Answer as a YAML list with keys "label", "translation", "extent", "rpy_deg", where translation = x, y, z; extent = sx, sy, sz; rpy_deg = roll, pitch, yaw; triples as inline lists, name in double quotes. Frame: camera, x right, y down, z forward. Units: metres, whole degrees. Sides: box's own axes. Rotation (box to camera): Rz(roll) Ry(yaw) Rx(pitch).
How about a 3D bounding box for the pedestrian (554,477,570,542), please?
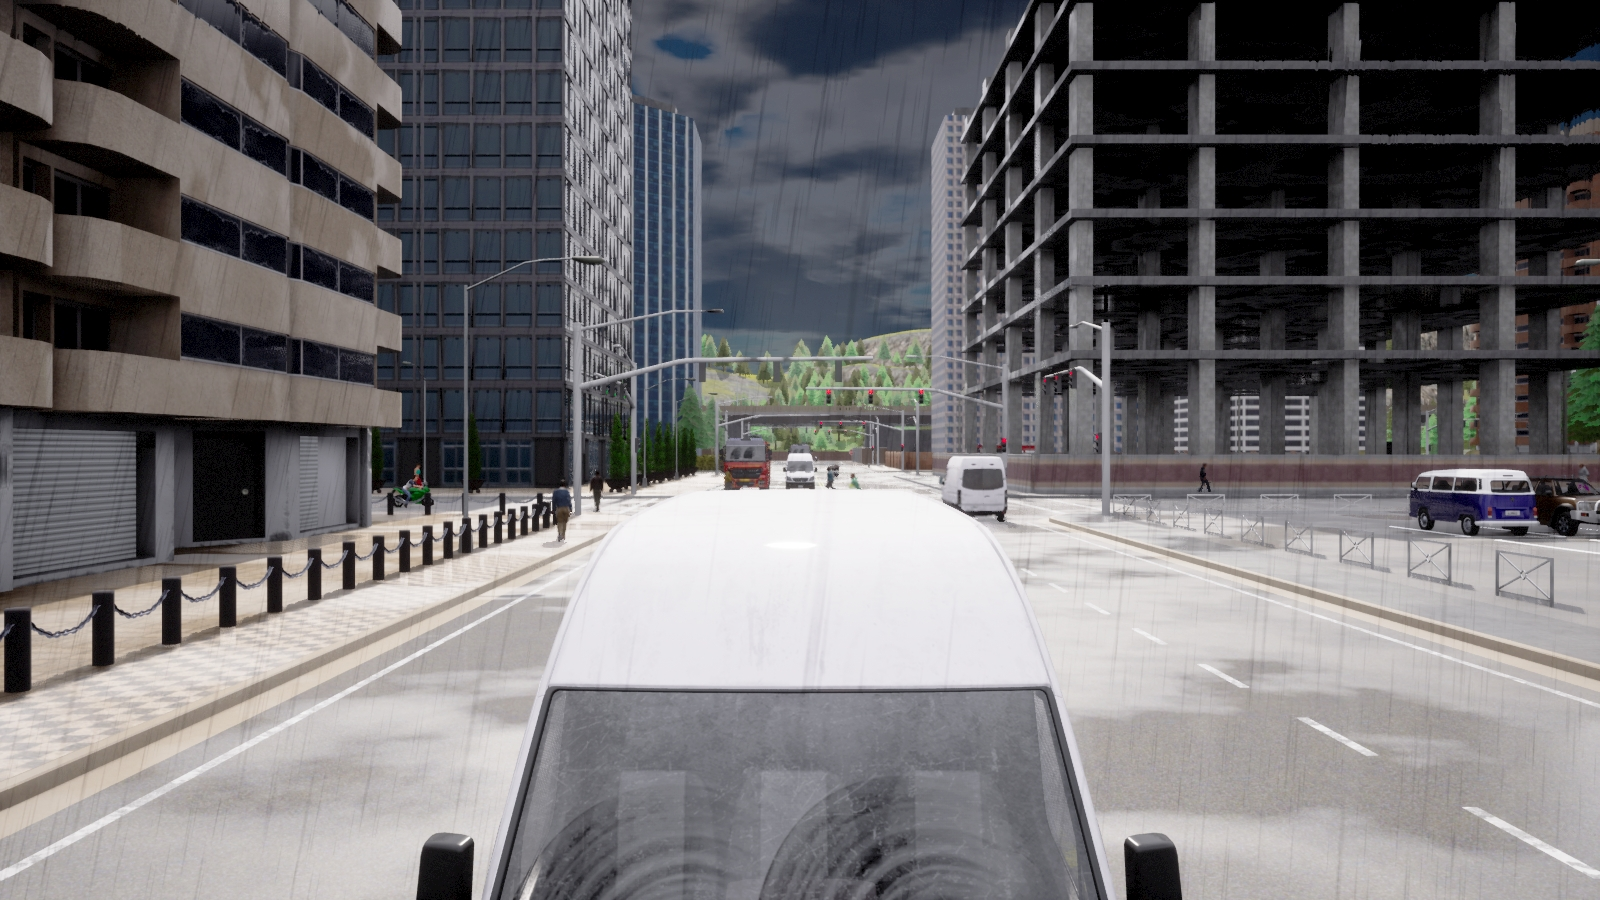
- label: "pedestrian"
  translation: [-6.834, 1.697, 32.794]
  extent: [0.375, 1.860, 0.375]
  rpy_deg: [0, 0, -3]

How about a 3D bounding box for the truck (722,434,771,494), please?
- label: "truck"
  translation: [-3.496, 0.891, 77.013]
  extent: [2.891, 3.827, 8.468]
  rpy_deg: [0, 0, 0]

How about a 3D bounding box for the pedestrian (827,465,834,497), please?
- label: "pedestrian"
  translation: [1.830, 1.849, 67.888]
  extent: [0.375, 1.860, 0.375]
  rpy_deg: [0, 0, -8]

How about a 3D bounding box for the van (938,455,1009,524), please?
- label: "van"
  translation: [6.994, 1.520, 46.580]
  extent: [1.988, 2.561, 5.915]
  rpy_deg: [0, 1, 0]

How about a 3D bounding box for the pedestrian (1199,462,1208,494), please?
- label: "pedestrian"
  translation: [23.514, 1.641, 66.526]
  extent: [0.375, 1.860, 0.375]
  rpy_deg: [0, 0, -1]

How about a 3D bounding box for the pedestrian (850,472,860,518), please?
- label: "pedestrian"
  translation: [2.244, 1.835, 46.628]
  extent: [0.375, 1.860, 0.375]
  rpy_deg: [0, 0, -3]

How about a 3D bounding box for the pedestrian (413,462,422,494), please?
- label: "pedestrian"
  translation: [-22.234, 1.641, 66.399]
  extent: [0.375, 1.860, 0.375]
  rpy_deg: [0, 0, 11]

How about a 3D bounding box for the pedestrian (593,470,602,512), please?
- label: "pedestrian"
  translation: [-9.059, 1.805, 51.018]
  extent: [0.375, 1.860, 0.375]
  rpy_deg: [0, 0, -8]

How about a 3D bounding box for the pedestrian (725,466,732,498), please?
- label: "pedestrian"
  translation: [-4.179, 1.848, 66.780]
  extent: [0.375, 1.860, 0.375]
  rpy_deg: [0, 0, 6]

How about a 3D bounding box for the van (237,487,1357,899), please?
- label: "van"
  translation: [-0.002, 1.534, 4.985]
  extent: [1.988, 2.561, 5.915]
  rpy_deg: [0, 0, 0]
